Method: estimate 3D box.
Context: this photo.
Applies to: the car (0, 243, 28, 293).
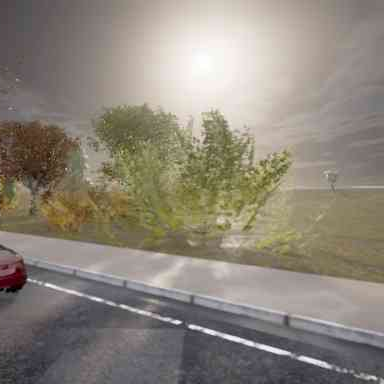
[{"bbox_3d":[-5.713,1.583,7.771,4.181,1.385,1.994,0,0,36],"label":"car"}]
